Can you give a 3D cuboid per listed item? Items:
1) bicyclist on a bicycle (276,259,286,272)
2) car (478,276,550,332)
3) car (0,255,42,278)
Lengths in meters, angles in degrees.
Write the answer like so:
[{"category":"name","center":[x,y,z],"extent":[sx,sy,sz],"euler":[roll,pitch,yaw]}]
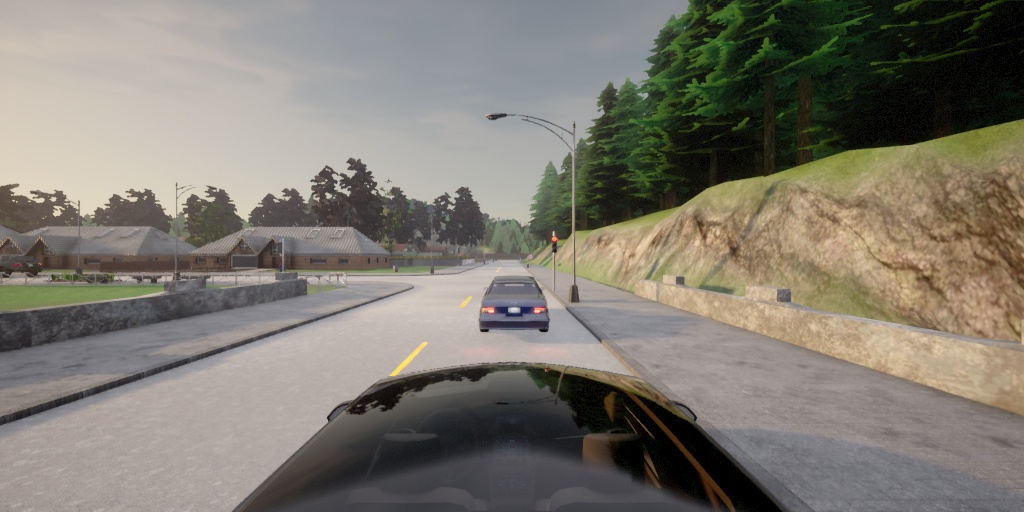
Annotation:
[{"category":"bicyclist on a bicycle","center":[-24.162,1.099,37.572],"extent":[0.582,1.620,1.656],"euler":[0,0,0]},{"category":"car","center":[0.063,1.297,10.791],"extent":[2.033,1.411,5.357],"euler":[0,0,0]},{"category":"car","center":[-47.375,0.971,33.322],"extent":[5.566,2.045,2.150],"euler":[0,0,1]}]
